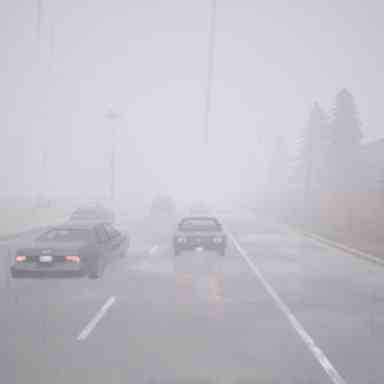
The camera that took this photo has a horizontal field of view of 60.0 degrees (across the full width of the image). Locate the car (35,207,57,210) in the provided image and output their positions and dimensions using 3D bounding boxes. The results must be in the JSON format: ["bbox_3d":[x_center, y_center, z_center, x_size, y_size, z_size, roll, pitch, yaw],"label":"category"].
[{"bbox_3d":[-16.802,1.731,38.468,1.895,1.301,4.718,0,0,2],"label":"car"}]

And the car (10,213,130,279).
[{"bbox_3d":[-3.275,1.584,10.099,2.033,1.411,5.357,0,0,1],"label":"car"}]

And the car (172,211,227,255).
[{"bbox_3d":[0.302,1.659,13.476,1.895,1.301,4.718,0,0,1],"label":"car"}]

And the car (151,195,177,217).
[{"bbox_3d":[-2.763,1.359,33.510,2.150,2.045,5.566,0,0,1],"label":"car"}]

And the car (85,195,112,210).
[{"bbox_3d":[-13.086,1.399,46.860,2.150,2.045,5.566,0,-1,2],"label":"car"}]

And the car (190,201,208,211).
[{"bbox_3d":[0.830,1.725,37.879,1.994,1.385,4.181,0,0,1],"label":"car"}]

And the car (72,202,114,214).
[{"bbox_3d":[-6.510,1.574,22.259,2.128,1.511,4.902,0,0,1],"label":"car"}]
